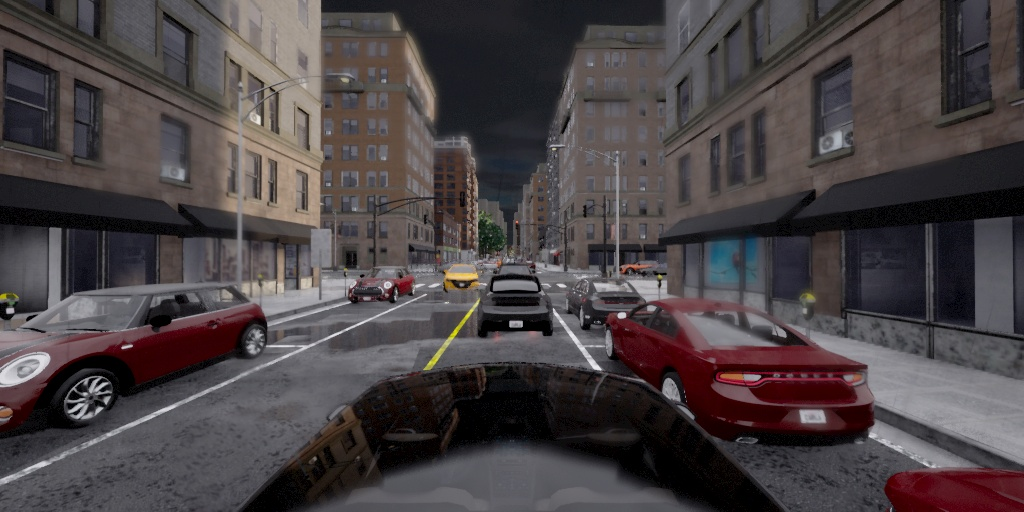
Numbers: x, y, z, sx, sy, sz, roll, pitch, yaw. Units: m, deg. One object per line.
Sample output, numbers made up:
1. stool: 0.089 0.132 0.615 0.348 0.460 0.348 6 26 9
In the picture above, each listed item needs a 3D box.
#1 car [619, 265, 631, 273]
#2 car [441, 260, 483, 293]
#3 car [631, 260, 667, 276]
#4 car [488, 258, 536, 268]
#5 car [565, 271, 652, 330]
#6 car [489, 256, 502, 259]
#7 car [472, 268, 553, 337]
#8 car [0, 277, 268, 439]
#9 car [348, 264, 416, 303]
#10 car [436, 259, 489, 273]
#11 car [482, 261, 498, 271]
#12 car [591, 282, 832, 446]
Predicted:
1. car: 14.039 1.221 39.280 4.553 1.767 2.097 0 0 0
2. car: -2.940 1.231 21.352 1.882 1.535 5.008 1 0 -7
3. car: 15.203 1.395 36.019 5.357 1.411 2.033 0 0 0
4. car: 0.127 1.108 17.748 2.097 1.767 4.553 0 0 0
5. car: 2.687 1.303 10.908 2.007 1.370 4.403 0 0 0
6. car: -3.148 1.159 60.759 2.097 1.767 4.553 0 0 0
7. car: 0.060 1.258 10.334 1.837 1.490 4.892 0 0 -1
8. car: -5.850 1.190 5.426 1.967 1.591 4.097 0 0 0
9. car: -5.829 1.195 16.413 1.967 1.591 4.097 0 0 0
10. car: -5.003 1.239 35.154 4.902 1.511 2.128 0 0 -32
11. car: -3.104 1.389 50.787 1.895 1.301 4.718 0 0 0
12. car: 2.676 1.296 5.417 1.888 1.381 4.507 0 0 0
